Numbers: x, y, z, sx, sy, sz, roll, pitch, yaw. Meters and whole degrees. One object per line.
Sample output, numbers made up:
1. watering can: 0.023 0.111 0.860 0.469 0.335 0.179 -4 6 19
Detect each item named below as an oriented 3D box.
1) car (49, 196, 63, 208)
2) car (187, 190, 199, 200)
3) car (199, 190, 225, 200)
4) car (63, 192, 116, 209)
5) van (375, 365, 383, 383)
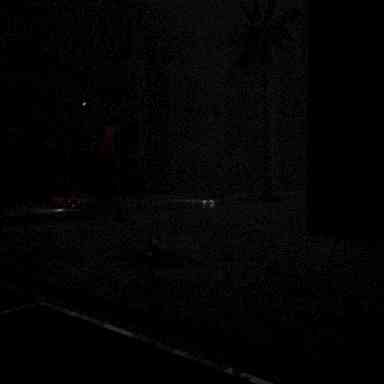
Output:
1. car: -12.585 0.811 35.261 1.882 1.535 5.008 1 1 35
2. car: 1.045 0.428 54.473 2.128 1.511 4.902 1 1 36
3. car: 3.528 0.498 52.359 1.812 1.442 4.674 1 1 36
4. car: -9.988 0.968 33.308 1.895 1.301 4.718 1 1 35
5. van: 2.749 1.356 0.999 3.998 1.788 1.690 1 0 36
